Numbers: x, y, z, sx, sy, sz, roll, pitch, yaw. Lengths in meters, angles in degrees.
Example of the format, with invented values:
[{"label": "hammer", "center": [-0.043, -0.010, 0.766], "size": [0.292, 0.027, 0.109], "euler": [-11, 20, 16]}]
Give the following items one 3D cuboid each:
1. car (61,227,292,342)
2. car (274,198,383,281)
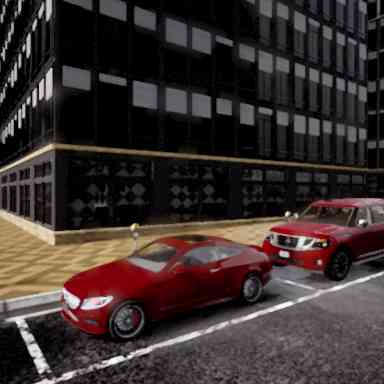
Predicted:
[{"label": "car", "center": [-0.247, 1.519, 6.350], "size": [4.206, 1.307, 1.802], "euler": [-1, 2, -35]}, {"label": "car", "center": [4.308, 1.150, 9.554], "size": [5.009, 1.841, 2.192], "euler": [-1, 2, -35]}]
